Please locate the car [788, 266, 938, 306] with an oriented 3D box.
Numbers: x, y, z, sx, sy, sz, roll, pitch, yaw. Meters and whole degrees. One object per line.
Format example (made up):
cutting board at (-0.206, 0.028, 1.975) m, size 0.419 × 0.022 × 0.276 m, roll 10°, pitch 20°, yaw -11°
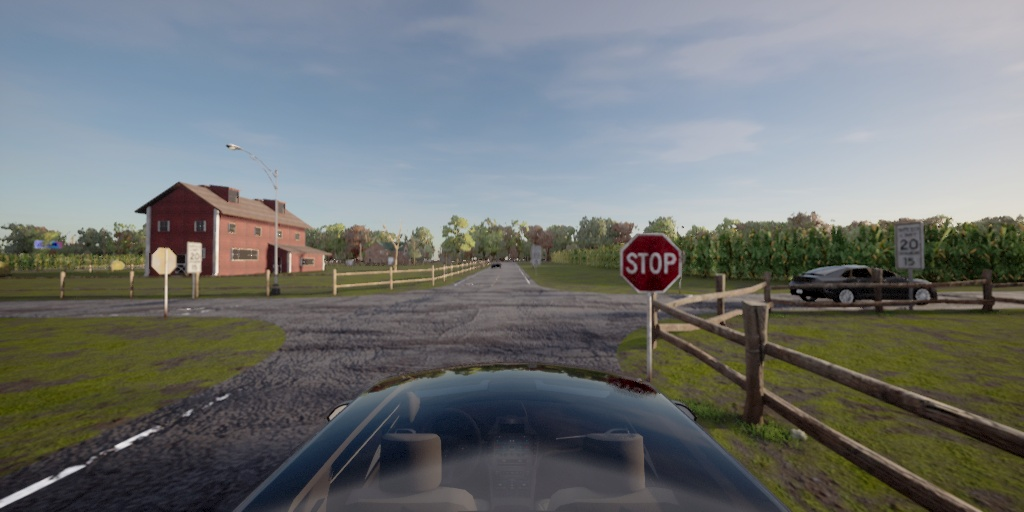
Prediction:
car at (13.880, 1.152, 14.309) m, size 4.892 × 1.490 × 1.837 m, roll -1°, pitch -1°, yaw 0°
